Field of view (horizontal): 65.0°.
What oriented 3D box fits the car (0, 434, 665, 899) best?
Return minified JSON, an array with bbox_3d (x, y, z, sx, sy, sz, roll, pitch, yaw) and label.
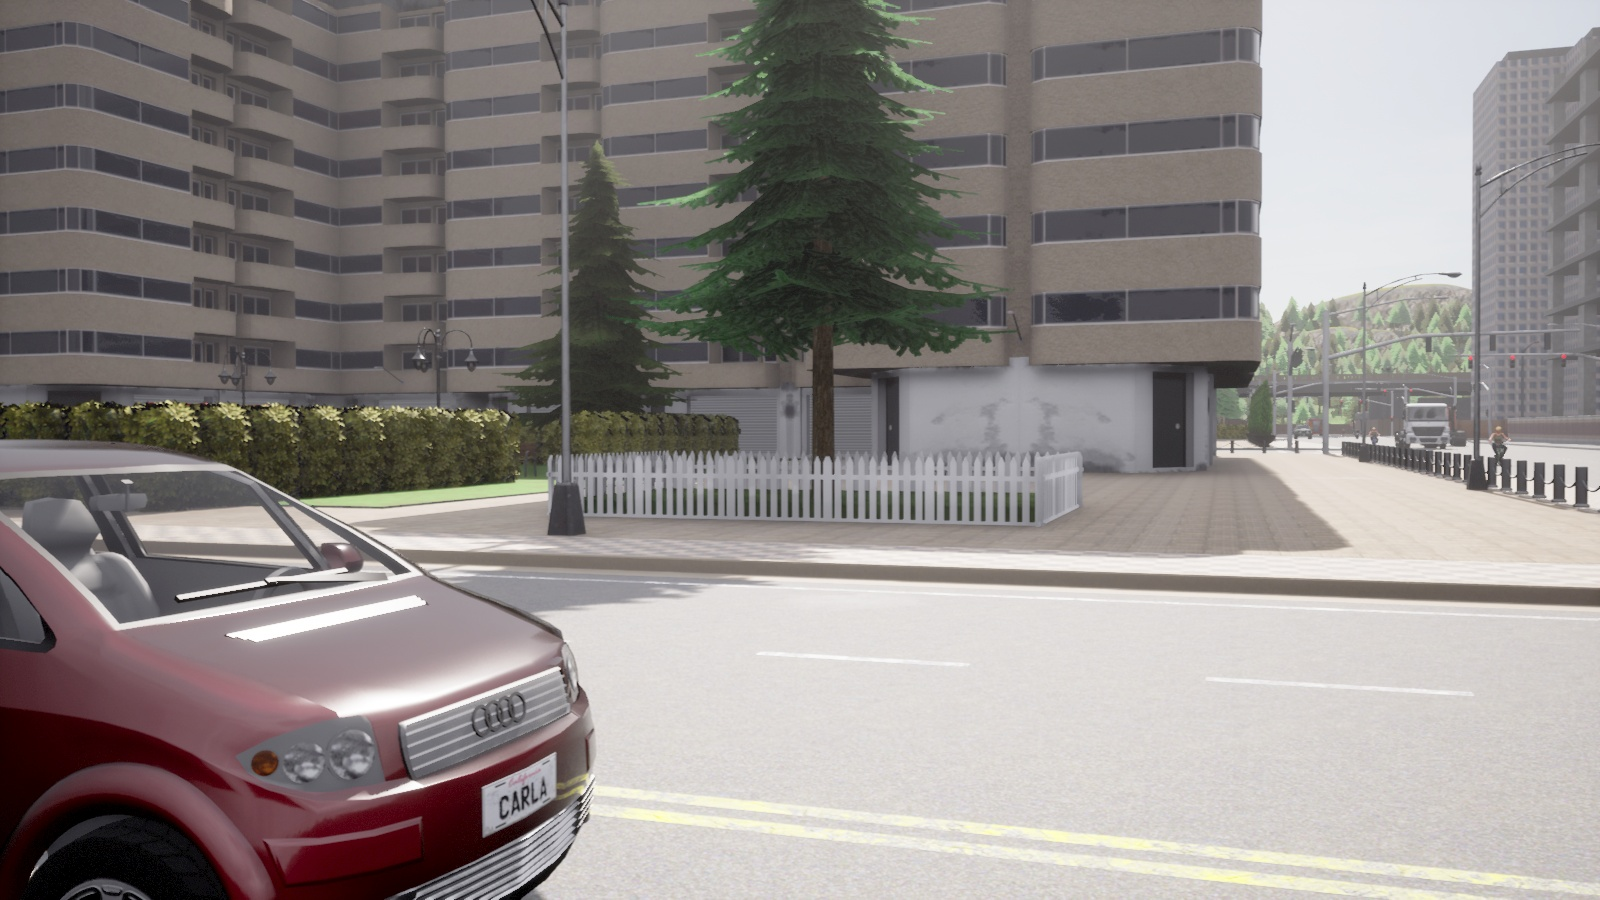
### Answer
[{"bbox_3d":[-2.503,0.729,4.037,3.705,1.549,1.789,0,1,19],"label":"car"}]
